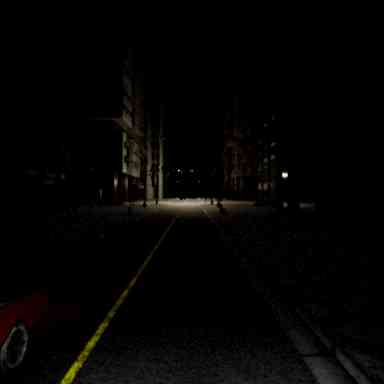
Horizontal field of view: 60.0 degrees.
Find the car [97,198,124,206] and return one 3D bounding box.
[{"bbox_3d":[-15.013,1.822,61.521,4.829,1.417,1.752,0,0,0],"label":"car"}]

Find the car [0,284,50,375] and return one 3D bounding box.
[{"bbox_3d":[-3.100,1.613,2.845,1.895,1.301,4.718,0,0,0],"label":"car"}]

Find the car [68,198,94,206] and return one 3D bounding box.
[{"bbox_3d":[-20.615,1.838,61.555,4.829,1.417,1.752,0,0,0],"label":"car"}]

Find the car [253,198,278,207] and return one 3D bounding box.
[{"bbox_3d":[11.898,1.604,52.832,4.097,1.590,1.967,0,0,0],"label":"car"}]
